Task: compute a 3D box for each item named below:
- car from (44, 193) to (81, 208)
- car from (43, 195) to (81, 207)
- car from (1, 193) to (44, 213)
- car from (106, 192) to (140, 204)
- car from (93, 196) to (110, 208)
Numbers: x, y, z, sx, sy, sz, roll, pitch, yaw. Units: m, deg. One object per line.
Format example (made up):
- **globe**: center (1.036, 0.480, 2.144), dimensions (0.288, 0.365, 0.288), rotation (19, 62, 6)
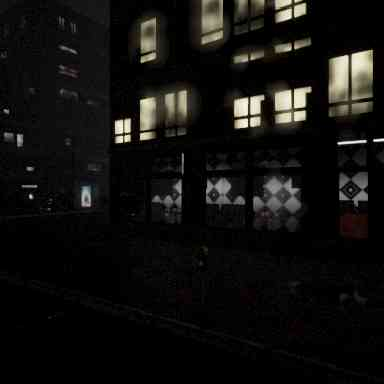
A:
- **car**: center (-15.653, 0.883, 39.973), dimensions (2.097, 1.767, 4.553), rotation (0, 1, 35)
- **car**: center (-16.722, 1.074, 42.944), dimensions (1.802, 1.307, 4.206), rotation (1, 2, 35)
- **car**: center (-16.164, 1.029, 29.096), dimensions (2.192, 1.841, 5.009), rotation (1, 2, 35)
- **car**: center (-9.913, 0.847, 48.185), dimensions (1.837, 1.490, 4.892), rotation (0, 1, 35)
- **car**: center (-9.815, 1.072, 38.199), dimensions (1.947, 1.339, 4.313), rotation (1, 2, 35)
